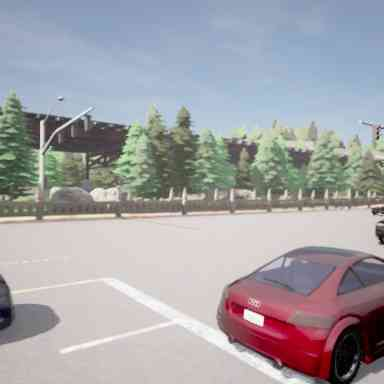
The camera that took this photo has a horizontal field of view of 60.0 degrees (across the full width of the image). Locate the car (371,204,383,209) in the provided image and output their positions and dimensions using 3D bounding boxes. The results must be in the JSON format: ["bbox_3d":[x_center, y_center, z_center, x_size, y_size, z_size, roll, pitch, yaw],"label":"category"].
[{"bbox_3d":[21.724,1.967,36.642,4.718,1.301,1.895,1,0,-35],"label":"car"}]

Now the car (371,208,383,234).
[{"bbox_3d":[10.405,1.655,15.465,4.902,1.511,2.128,1,0,-35],"label":"car"}]

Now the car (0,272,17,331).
[{"bbox_3d":[-4.811,1.551,4.612,4.181,1.385,1.994,1,0,-35],"label":"car"}]

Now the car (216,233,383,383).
[{"bbox_3d":[2.433,1.612,5.480,4.181,1.385,1.994,1,0,-35],"label":"car"}]
